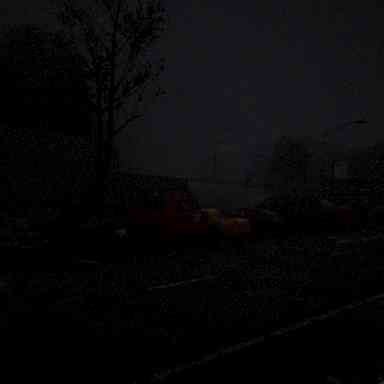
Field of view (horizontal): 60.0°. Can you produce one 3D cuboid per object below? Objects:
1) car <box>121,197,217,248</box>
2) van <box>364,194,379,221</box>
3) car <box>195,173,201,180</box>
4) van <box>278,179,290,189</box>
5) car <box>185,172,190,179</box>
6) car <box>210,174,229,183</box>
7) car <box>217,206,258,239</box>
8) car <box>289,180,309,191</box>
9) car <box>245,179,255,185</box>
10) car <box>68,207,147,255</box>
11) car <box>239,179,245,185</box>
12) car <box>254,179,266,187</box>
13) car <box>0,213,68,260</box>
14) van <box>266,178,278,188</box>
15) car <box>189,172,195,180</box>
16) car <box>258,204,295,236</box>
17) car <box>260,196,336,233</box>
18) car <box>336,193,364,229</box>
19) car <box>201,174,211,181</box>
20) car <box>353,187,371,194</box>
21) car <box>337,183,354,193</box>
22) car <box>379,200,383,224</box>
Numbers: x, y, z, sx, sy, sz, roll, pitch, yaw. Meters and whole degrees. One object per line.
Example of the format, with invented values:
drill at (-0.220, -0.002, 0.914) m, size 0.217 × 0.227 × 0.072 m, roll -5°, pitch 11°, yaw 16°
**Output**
car at (-1.993, 1.248, 15.096) m, size 5.566 × 2.045 × 2.435 m, roll -1°, pitch -1°, yaw 35°
van at (10.453, 1.297, 23.625) m, size 4.442 × 1.987 × 1.878 m, roll -1°, pitch -1°, yaw 35°
car at (3.769, -3.850, 88.342) m, size 2.185 × 1.767 × 4.553 m, roll 6°, pitch 3°, yaw 34°
van at (19.292, -1.490, 66.048) m, size 1.878 × 1.987 × 4.442 m, roll 7°, pitch 4°, yaw 35°
car at (0.290, -4.362, 93.176) m, size 2.435 × 2.045 × 5.566 m, roll 1°, pitch -1°, yaw 35°
car at (7.392, -3.176, 83.599) m, size 1.946 × 1.575 × 5.366 m, roll 7°, pitch 3°, yaw 34°
car at (0.336, 1.503, 16.913) m, size 5.366 × 1.575 × 1.946 m, roll -1°, pitch -1°, yaw 35°
car at (21.040, -0.992, 63.677) m, size 2.231 × 1.521 × 4.892 m, roll 7°, pitch 3°, yaw 35°
car at (14.192, -2.043, 73.595) m, size 2.002 × 1.452 × 4.674 m, roll 7°, pitch 4°, yaw 35°
car at (-4.446, 1.524, 13.363) m, size 4.792 × 1.488 × 2.163 m, roll -1°, pitch -1°, yaw 35°
car at (12.462, -2.317, 76.065) m, size 2.002 × 1.452 × 4.674 m, roll 7°, pitch 3°, yaw 35°
car at (16.013, -1.812, 71.266) m, size 1.946 × 1.575 × 5.366 m, roll 7°, pitch 3°, yaw 35°
car at (-6.874, 1.493, 11.628) m, size 4.892 × 1.521 × 2.231 m, roll -1°, pitch -1°, yaw 35°
van at (17.574, -1.764, 68.527) m, size 1.878 × 1.987 × 4.442 m, roll 7°, pitch 4°, yaw 35°
car at (2.051, -4.085, 90.820) m, size 2.185 × 1.767 × 4.553 m, roll 4°, pitch 1°, yaw 34°
car at (2.950, 1.549, 18.528) m, size 4.674 × 1.452 × 2.002 m, roll -1°, pitch -1°, yaw 35°
car at (5.385, 1.263, 20.274) m, size 5.566 × 2.045 × 2.435 m, roll -1°, pitch -1°, yaw 35°
car at (7.907, 1.267, 21.967) m, size 5.566 × 2.045 × 2.435 m, roll -1°, pitch -1°, yaw 35°
car at (5.551, -3.698, 85.867) m, size 2.435 × 2.045 × 5.566 m, roll 7°, pitch 4°, yaw 34°
car at (27.895, 0.137, 53.787) m, size 2.002 × 1.452 × 4.674 m, roll 7°, pitch 3°, yaw 35°
car at (26.216, -0.426, 56.267) m, size 2.435 × 2.045 × 5.566 m, roll 7°, pitch 3°, yaw 35°
car at (12.870, 1.403, 25.364) m, size 4.553 × 1.767 × 2.185 m, roll -1°, pitch -1°, yaw 36°
